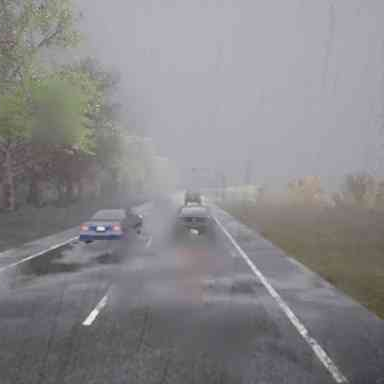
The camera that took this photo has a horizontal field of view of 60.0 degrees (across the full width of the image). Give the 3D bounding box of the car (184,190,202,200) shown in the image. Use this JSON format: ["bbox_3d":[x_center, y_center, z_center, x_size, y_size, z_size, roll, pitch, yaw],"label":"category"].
[{"bbox_3d":[0.096,0.748,43.369,2.150,2.045,5.566,0,1,0],"label":"car"}]

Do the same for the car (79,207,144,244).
[{"bbox_3d":[-3.400,1.387,14.915,2.033,1.411,5.357,0,1,0],"label":"car"}]

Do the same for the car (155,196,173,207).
[{"bbox_3d":[-3.403,1.154,41.004,1.895,1.301,4.718,0,1,0],"label":"car"}]

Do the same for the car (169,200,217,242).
[{"bbox_3d":[0.100,1.337,15.445,1.837,1.490,4.892,0,0,0],"label":"car"}]
